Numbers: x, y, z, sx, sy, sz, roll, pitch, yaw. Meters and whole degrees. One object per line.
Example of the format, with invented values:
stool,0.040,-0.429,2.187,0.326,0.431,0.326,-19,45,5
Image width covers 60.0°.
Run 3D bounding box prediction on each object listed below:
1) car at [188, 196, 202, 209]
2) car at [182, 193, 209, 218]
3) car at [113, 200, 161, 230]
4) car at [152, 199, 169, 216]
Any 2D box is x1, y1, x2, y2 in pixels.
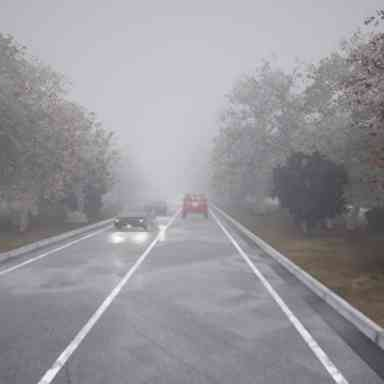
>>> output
car,0.416,1.354,45.528,1.882,1.535,5.008,0,0,1
car,0.278,1.143,29.110,2.150,2.045,5.566,0,0,1
car,-3.431,1.485,20.863,2.033,1.411,5.357,0,0,1
car,-3.257,1.427,31.938,1.837,1.490,4.892,0,0,0
